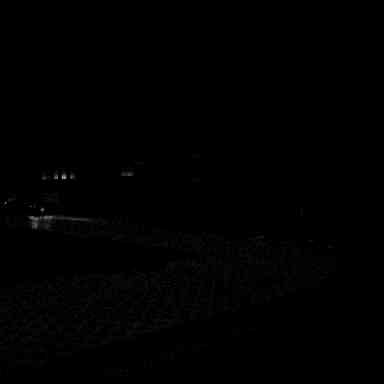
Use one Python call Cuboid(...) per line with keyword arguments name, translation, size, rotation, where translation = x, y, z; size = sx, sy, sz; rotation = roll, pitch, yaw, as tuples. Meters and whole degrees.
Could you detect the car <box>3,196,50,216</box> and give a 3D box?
Cuboid(name="car", translation=(-13.929, 1.116, 27.921), size=(4.902, 1.511, 2.128), rotation=(1, 1, 34))
